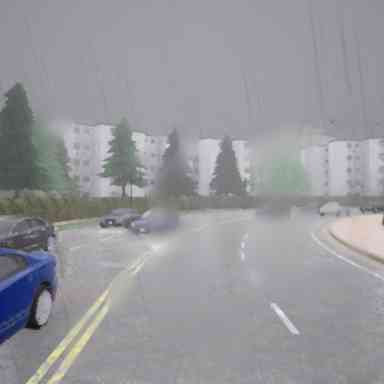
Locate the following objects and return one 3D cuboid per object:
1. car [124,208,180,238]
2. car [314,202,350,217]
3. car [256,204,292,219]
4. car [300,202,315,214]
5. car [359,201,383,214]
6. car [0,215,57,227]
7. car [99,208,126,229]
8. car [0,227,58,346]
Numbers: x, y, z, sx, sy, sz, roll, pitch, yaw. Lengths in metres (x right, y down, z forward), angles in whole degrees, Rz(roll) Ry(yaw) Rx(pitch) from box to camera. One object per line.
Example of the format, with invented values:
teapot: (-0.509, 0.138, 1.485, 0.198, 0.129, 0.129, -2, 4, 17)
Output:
car: (-1.983, 1.709, 19.339, 1.812, 1.442, 4.674, 0, 0, 14)
car: (15.091, 1.852, 35.202, 1.812, 1.442, 4.674, -1, -1, 43)
car: (7.995, 1.849, 32.287, 2.033, 1.411, 5.357, 0, -1, 35)
car: (15.266, 1.922, 40.264, 5.357, 1.411, 2.033, 0, -1, -40)
car: (22.934, 1.874, 41.419, 4.902, 1.511, 2.128, 0, -1, -30)
car: (-6.601, 1.621, 11.864, 1.837, 1.490, 4.892, 0, -1, 5)
car: (-4.603, 1.783, 23.054, 1.994, 1.385, 4.181, 0, -1, 17)
car: (-3.487, 1.520, 4.249, 1.882, 1.535, 5.008, 0, 0, 1)
